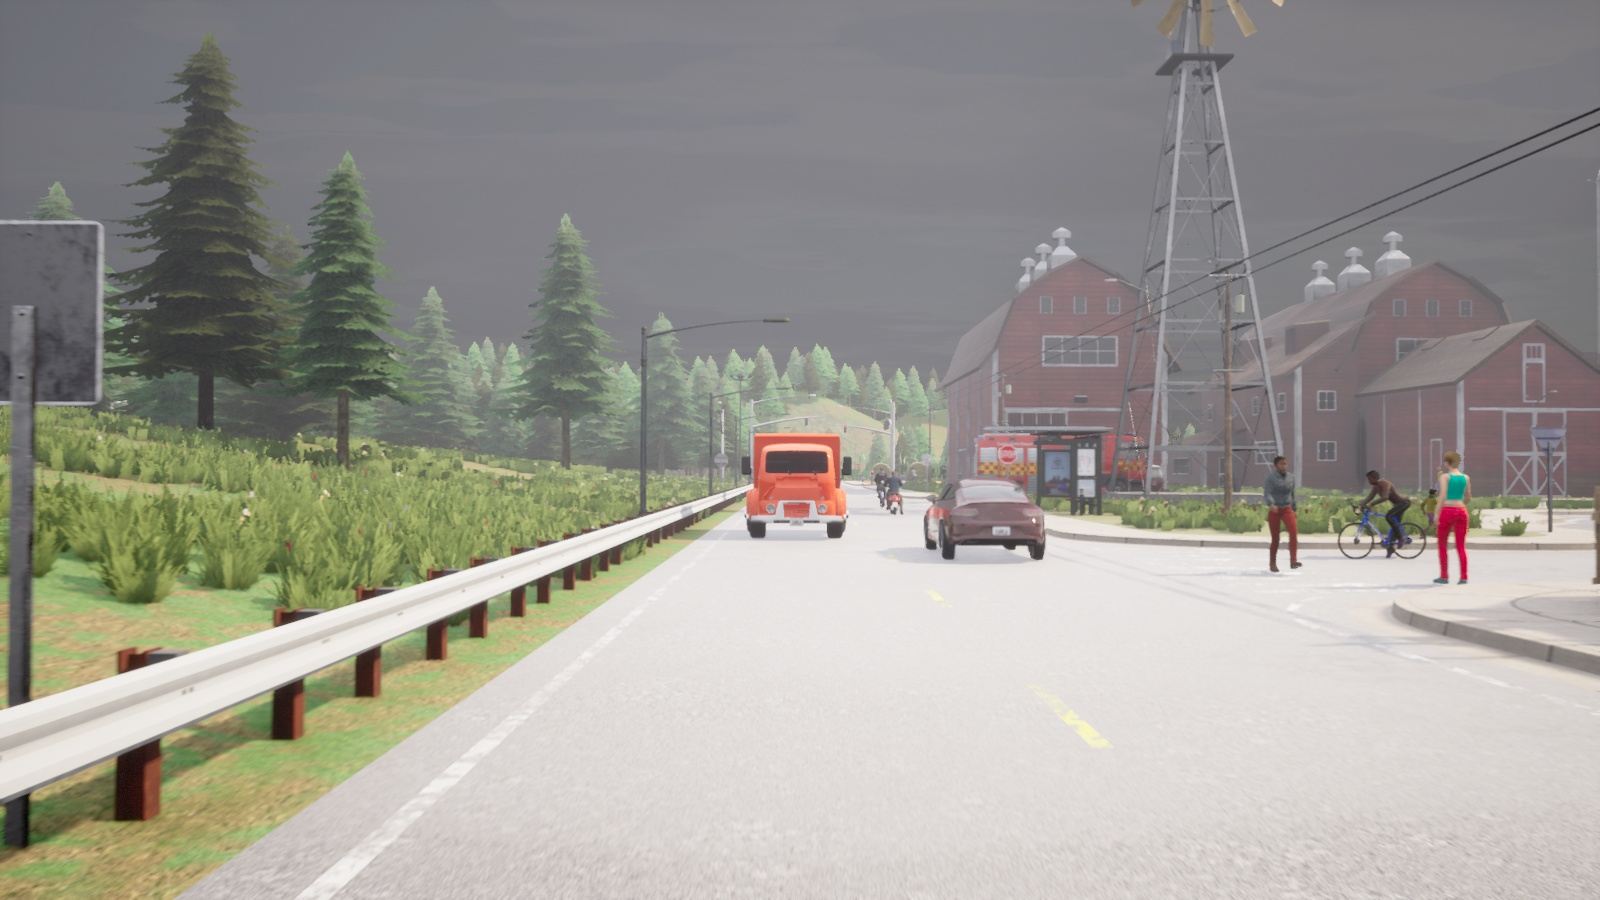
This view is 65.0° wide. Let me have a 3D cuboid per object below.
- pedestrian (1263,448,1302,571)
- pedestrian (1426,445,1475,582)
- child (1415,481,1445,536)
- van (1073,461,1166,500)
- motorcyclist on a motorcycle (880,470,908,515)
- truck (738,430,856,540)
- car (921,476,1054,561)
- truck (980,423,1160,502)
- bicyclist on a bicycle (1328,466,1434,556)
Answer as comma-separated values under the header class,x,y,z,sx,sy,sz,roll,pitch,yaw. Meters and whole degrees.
class,x,y,z,sx,sy,sz,roll,pitch,yaw
pedestrian,7.366,0.892,19.177,0.353,1.847,0.614,0,-1,1
pedestrian,8.915,0.861,17.222,0.345,1.836,0.594,0,-1,0
child,13.531,1.247,26.965,0.473,1.160,0.299,0,-1,-7
van,16.736,1.603,65.887,4.442,1.987,1.775,0,-1,-1
motorcyclist on a motorcycle,3.390,1.517,45.539,0.866,1.590,1.817,0,-1,0
truck,-0.077,0.848,30.825,2.627,2.467,5.204,0,-1,0
car,3.442,1.227,23.886,1.812,1.442,4.674,0,-1,0
truck,13.291,0.642,62.441,8.468,3.827,2.891,0,-1,7
bicyclist on a bicycle,10.628,1.110,22.990,1.656,1.620,0.582,0,-1,-2
